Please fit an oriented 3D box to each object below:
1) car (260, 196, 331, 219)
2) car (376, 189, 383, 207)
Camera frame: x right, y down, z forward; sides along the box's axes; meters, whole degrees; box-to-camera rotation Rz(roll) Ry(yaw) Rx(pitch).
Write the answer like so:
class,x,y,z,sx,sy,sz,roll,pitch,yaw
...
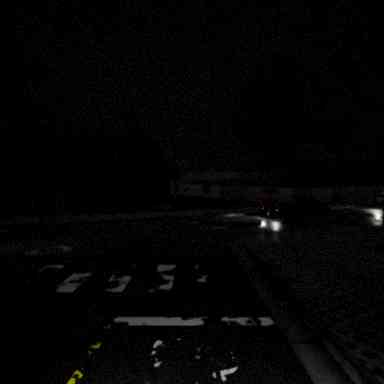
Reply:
class,x,y,z,sx,sy,sz,roll,pitch,yaw
car,7.391,0.987,23.384,5.357,1.411,2.033,-1,4,-29
car,19.357,0.324,30.791,5.566,2.045,2.150,-2,4,-35
